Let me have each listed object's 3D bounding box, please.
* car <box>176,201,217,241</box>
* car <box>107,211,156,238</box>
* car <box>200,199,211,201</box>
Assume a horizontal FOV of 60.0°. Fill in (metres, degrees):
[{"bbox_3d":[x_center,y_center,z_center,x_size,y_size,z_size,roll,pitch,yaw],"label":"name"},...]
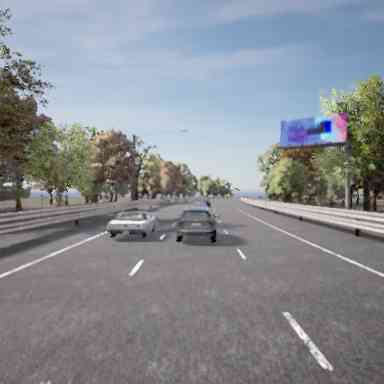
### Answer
[{"bbox_3d":[0.243,1.535,17.308,2.033,1.649,4.856,0,0,1],"label":"car"},{"bbox_3d":[-3.174,1.707,18.506,1.895,1.301,4.718,0,0,1],"label":"car"},{"bbox_3d":[0.910,1.766,35.293,2.033,1.411,5.357,0,0,3],"label":"car"}]
